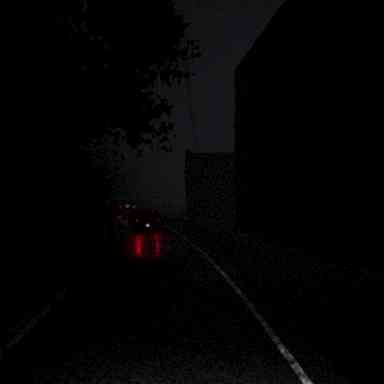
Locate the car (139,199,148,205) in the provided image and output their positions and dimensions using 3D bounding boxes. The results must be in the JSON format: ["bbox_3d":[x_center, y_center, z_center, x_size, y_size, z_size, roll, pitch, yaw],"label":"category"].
[{"bbox_3d":[-13.345,2.588,81.619,2.163,1.488,4.792,5,-3,-28],"label":"car"}]

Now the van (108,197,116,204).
[{"bbox_3d":[-21.903,2.302,91.718,1.878,1.987,4.442,4,-2,-28],"label":"van"}]

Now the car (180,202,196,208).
[{"bbox_3d":[-1.027,3.484,88.057,2.163,1.488,4.792,3,-2,-28],"label":"car"}]

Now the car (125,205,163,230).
[{"bbox_3d":[-3.268,1.798,22.613,1.895,1.301,4.718,0,-1,-14],"label":"car"}]

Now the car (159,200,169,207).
[{"bbox_3d":[-8.417,2.944,84.182,2.097,1.535,5.008,4,-3,-28],"label":"car"}]

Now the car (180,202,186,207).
[{"bbox_3d":[-3.489,3.296,86.783,2.231,1.521,4.892,4,-2,-28],"label":"car"}]

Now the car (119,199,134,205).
[{"bbox_3d":[-15.773,2.390,80.271,2.163,1.488,4.792,5,-3,-28],"label":"car"}]

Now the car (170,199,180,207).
[{"bbox_3d":[-5.955,2.874,85.524,2.435,2.045,5.566,4,-3,-28],"label":"car"}]

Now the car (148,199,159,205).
[{"bbox_3d":[-10.880,2.630,82.925,2.185,1.767,4.553,4,-3,-28],"label":"car"}]

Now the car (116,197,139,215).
[{"bbox_3d":[-7.877,1.783,40.726,2.097,1.767,4.553,0,-1,-10],"label":"car"}]

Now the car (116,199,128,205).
[{"bbox_3d":[-19.620,2.756,93.066,2.002,1.452,4.674,5,-3,-28],"label":"car"}]
